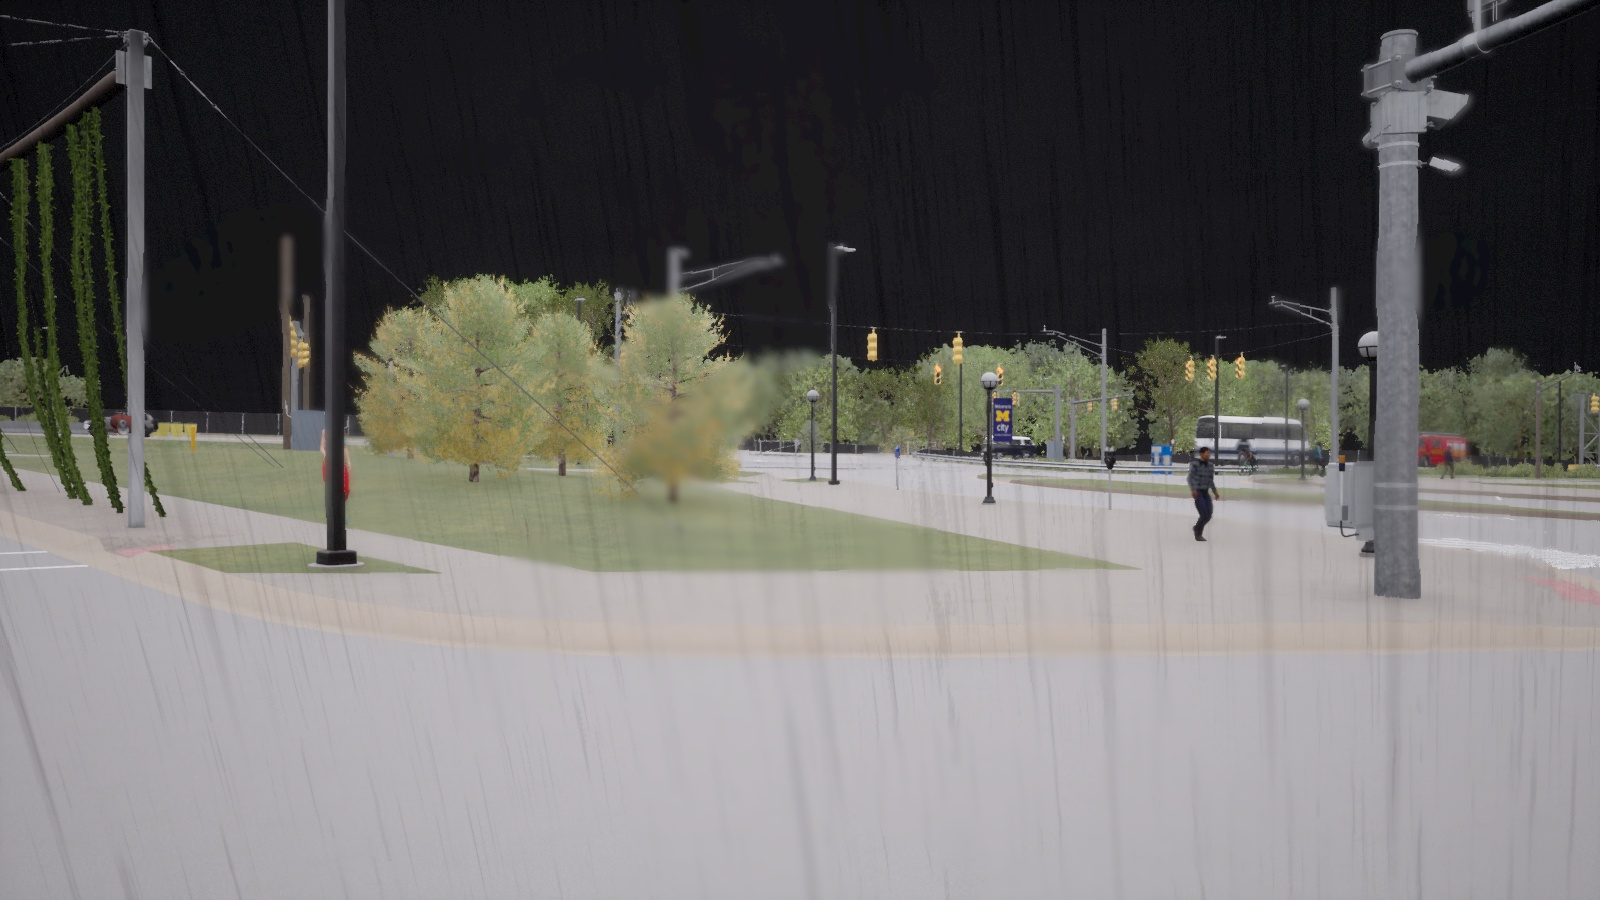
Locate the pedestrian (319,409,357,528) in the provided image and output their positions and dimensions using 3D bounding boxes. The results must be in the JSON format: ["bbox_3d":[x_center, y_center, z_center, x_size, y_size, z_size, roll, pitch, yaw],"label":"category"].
[{"bbox_3d":[-7.280,0.287,19.782,0.345,1.836,0.594,0,0,-43],"label":"pedestrian"}]

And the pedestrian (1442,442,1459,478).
[{"bbox_3d":[33.629,0.506,64.925,0.726,1.842,0.402,0,0,-15],"label":"pedestrian"}]

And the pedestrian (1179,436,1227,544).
[{"bbox_3d":[7.413,0.725,23.133,0.423,1.949,0.788,0,0,-25],"label":"pedestrian"}]

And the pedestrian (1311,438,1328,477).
[{"bbox_3d":[25.743,0.348,62.262,0.692,1.930,0.396,0,0,-5],"label":"pedestrian"}]
